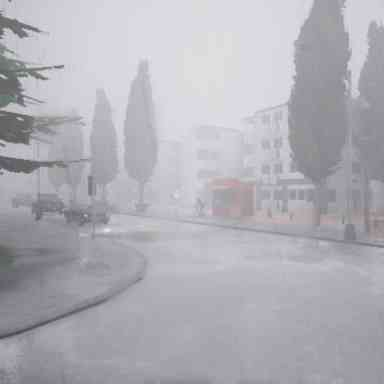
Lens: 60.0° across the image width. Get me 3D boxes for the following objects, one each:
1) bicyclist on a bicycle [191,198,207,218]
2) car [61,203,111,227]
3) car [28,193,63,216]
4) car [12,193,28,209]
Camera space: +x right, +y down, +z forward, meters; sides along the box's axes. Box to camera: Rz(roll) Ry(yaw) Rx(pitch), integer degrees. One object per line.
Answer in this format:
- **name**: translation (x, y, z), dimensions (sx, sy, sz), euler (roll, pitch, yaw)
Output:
- **bicyclist on a bicycle**: translation (0.579, 1.285, 26.465), dimensions (1.656, 1.620, 0.582), euler (-1, 0, -36)
- **car**: translation (-7.338, 1.571, 23.103), dimensions (1.895, 1.301, 4.718), euler (0, 0, -36)
- **car**: translation (-14.295, 1.193, 32.864), dimensions (2.150, 2.045, 5.566), euler (0, 0, -35)
- **car**: translation (-23.109, 1.137, 45.393), dimensions (2.150, 2.045, 5.566), euler (0, 0, -35)
